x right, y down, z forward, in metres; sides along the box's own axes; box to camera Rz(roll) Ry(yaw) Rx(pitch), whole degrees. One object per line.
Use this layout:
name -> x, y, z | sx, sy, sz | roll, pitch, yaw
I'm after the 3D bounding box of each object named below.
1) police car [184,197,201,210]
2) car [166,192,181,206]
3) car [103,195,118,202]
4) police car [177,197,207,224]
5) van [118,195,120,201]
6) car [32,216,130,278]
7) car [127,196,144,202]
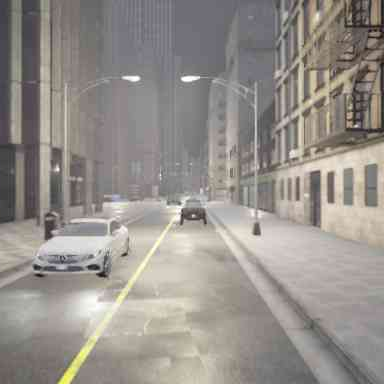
police car -> 0.074, 1.467, 43.040 | 2.038, 1.542, 4.974 | 0, 0, 0
car -> -3.000, 1.260, 55.355 | 2.150, 2.045, 5.566 | 0, 0, 0
car -> -19.639, 1.471, 73.007 | 5.009, 1.841, 2.192 | -1, 0, 0
police car -> 0.099, 1.401, 24.955 | 1.930, 1.638, 5.238 | 0, 0, 0
van -> -19.619, 1.533, 81.533 | 3.998, 1.788, 1.690 | -1, 0, 0
car -> -3.099, 1.515, 10.246 | 1.812, 1.442, 4.674 | 0, 0, 0
car -> -13.993, 1.668, 81.515 | 4.507, 1.381, 1.887 | -1, 0, 0
